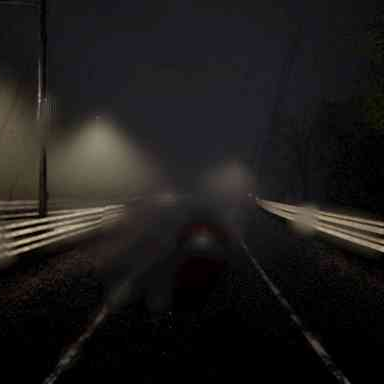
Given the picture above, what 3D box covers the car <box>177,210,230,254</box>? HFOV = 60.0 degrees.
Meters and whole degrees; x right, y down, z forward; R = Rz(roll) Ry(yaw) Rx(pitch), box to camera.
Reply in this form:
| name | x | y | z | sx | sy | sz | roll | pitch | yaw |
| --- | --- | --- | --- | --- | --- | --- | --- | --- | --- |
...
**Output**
| name | x | y | z | sx | sy | sz | roll | pitch | yaw |
| --- | --- | --- | --- | --- | --- | --- | --- | --- | --- |
| car | 0.511 | 1.480 | 13.674 | 1.882 | 1.535 | 5.008 | 0 | 0 | 4 |
